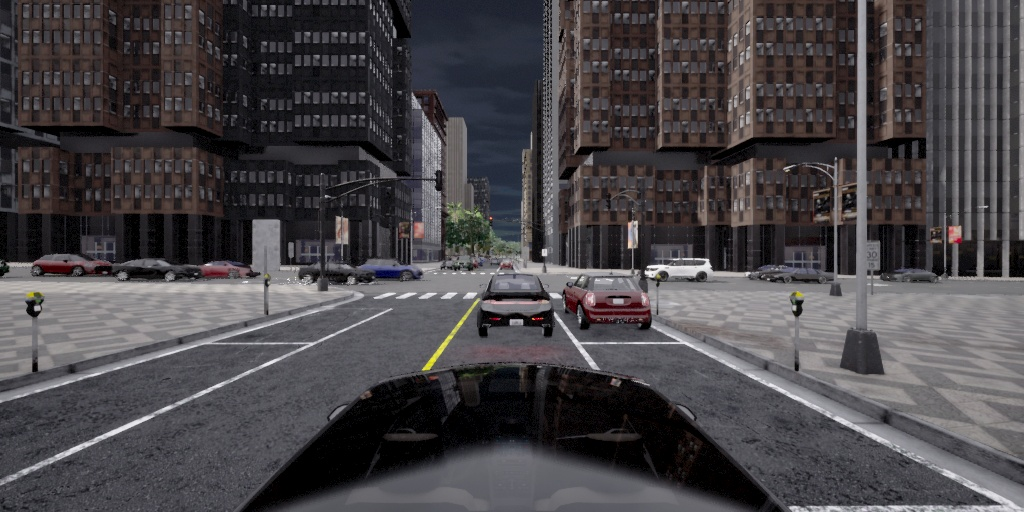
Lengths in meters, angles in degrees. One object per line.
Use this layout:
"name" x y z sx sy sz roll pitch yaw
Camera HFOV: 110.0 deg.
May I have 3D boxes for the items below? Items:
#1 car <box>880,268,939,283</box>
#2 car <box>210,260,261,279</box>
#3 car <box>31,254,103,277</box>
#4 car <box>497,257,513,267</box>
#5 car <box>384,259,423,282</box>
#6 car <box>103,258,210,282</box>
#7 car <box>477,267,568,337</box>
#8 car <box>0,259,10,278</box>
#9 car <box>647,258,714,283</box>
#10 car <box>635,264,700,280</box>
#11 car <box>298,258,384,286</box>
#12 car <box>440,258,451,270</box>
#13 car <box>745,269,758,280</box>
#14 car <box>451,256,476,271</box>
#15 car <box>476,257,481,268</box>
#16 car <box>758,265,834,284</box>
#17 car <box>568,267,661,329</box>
"car" 38.400 1.890 34.747 4.181 1.385 1.994 1 0 0
"car" -21.813 1.036 27.536 4.181 1.385 1.994 1 0 0
"car" -33.412 0.659 27.431 4.553 1.767 2.097 1 0 0
"car" -0.759 1.198 52.552 1.967 1.591 4.097 0 0 -1
"car" -9.231 0.999 27.644 4.553 1.767 2.097 1 0 -1
"car" -23.907 0.923 24.264 5.008 1.535 1.882 1 0 0
"car" 0.076 1.241 10.285 2.128 1.511 4.902 0 0 -1
"car" -37.704 0.465 24.151 5.566 2.045 2.150 1 0 0
"car" 14.508 1.205 31.285 5.566 2.045 2.150 1 0 1
"car" 14.906 1.533 34.550 5.357 1.411 2.033 1 0 1
"car" -11.506 1.099 23.757 5.008 1.535 1.882 1 0 9
"car" -9.284 1.324 52.474 1.948 1.339 4.313 0 0 -1
"car" 25.167 1.626 34.648 4.902 1.511 2.128 1 0 -1
"car" -6.588 0.973 49.372 2.150 2.045 5.566 0 0 0
"car" -6.668 1.251 59.362 1.882 1.535 5.008 0 0 0
"car" 25.120 1.685 31.397 5.357 1.411 2.033 1 0 0
"car" 2.734 1.190 11.171 1.967 1.591 4.097 0 0 0
